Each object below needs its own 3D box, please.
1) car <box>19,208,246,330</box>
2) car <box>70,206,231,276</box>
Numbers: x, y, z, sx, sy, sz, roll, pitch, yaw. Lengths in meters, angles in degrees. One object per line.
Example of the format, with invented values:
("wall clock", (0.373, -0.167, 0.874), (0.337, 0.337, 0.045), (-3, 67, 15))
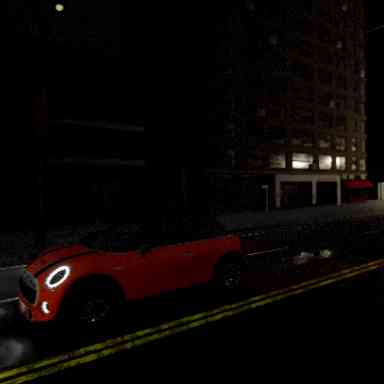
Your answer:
("car", (-1.052, 1.283, 6.958), (4.553, 1.767, 2.097), (-2, 1, -36))
("car", (-1.179, 1.386, 10.881), (4.892, 1.490, 1.837), (-2, 1, -36))
